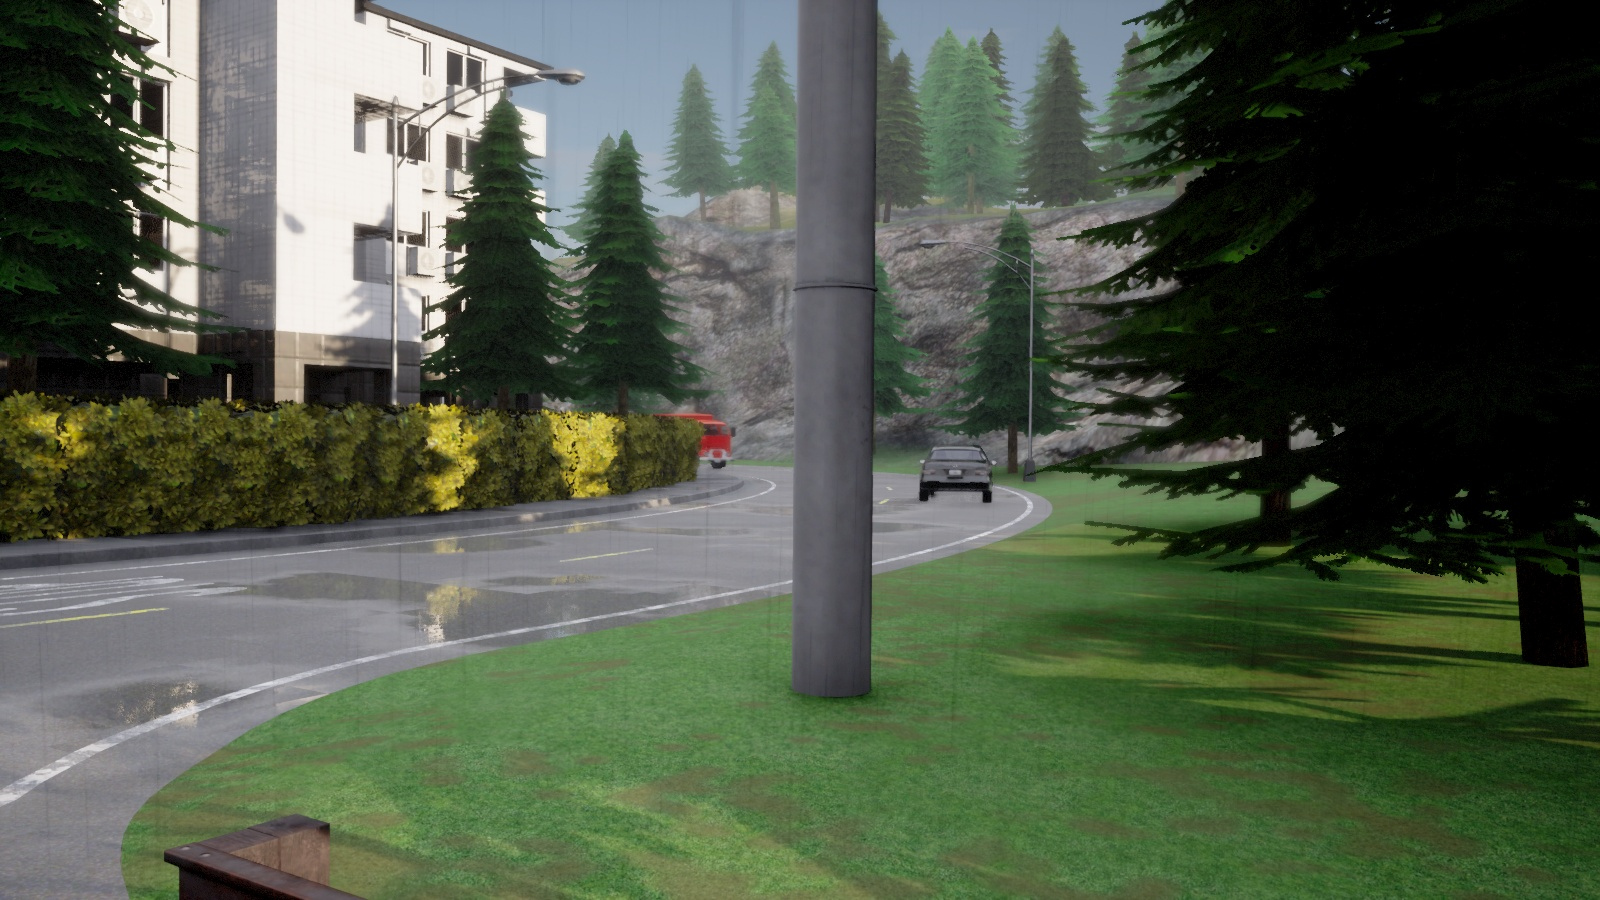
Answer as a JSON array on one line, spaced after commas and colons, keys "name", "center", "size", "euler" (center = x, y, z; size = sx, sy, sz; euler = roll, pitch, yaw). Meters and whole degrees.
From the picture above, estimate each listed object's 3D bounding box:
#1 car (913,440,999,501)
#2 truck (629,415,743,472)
[{"name": "car", "center": [4.081, 0.474, 32.566], "size": [2.033, 1.411, 5.357], "euler": [0, 1, 8]}, {"name": "truck", "center": [-5.208, -0.308, 56.842], "size": [2.627, 2.467, 5.204], "euler": [-1, 1, -40]}]
